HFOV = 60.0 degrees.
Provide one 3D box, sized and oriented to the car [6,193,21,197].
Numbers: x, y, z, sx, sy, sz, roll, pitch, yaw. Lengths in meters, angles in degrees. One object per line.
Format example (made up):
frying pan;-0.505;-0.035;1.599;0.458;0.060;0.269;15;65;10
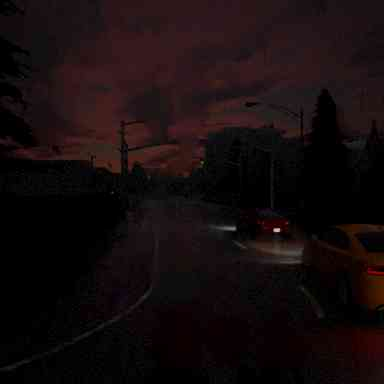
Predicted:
car;-38.251;1.097;72.989;1.932;1.855;4.605;0;0;-5

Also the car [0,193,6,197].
car;-41.109;1.077;72.320;1.905;1.878;3.866;0;0;-5

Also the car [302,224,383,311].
car;3.999;1.478;7.745;1.882;1.535;5.008;0;0;6

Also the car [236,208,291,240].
car;3.559;1.526;17.073;1.812;1.442;4.674;0;0;-5
